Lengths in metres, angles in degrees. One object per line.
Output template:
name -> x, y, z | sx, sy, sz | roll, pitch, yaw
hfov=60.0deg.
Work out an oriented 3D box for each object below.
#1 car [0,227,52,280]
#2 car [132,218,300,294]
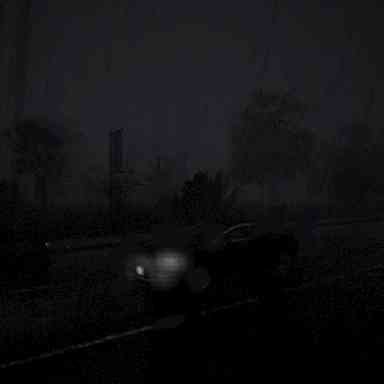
car -> -5.842, 1.564, 8.423 | 4.181, 1.385, 1.994 | 0, 0, -35
car -> 0.827, 1.492, 8.882 | 4.902, 1.511, 2.128 | 0, 0, -35
